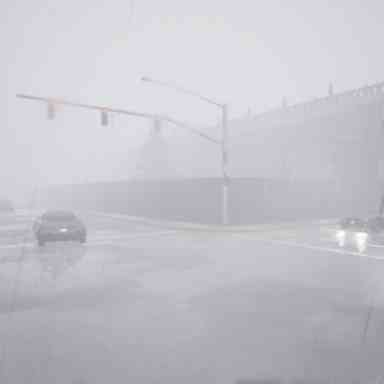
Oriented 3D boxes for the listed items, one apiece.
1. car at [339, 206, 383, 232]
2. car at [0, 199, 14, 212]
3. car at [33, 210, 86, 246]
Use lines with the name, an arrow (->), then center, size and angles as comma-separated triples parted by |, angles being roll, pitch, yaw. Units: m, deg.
car -> 10.891, 1.559, 20.354 | 4.181, 1.385, 1.994 | 0, 0, -35
car -> -20.816, 1.489, 36.485 | 2.033, 1.411, 5.357 | 0, 0, -35
car -> -6.205, 1.534, 15.476 | 1.994, 1.385, 4.181 | 0, 0, -27
